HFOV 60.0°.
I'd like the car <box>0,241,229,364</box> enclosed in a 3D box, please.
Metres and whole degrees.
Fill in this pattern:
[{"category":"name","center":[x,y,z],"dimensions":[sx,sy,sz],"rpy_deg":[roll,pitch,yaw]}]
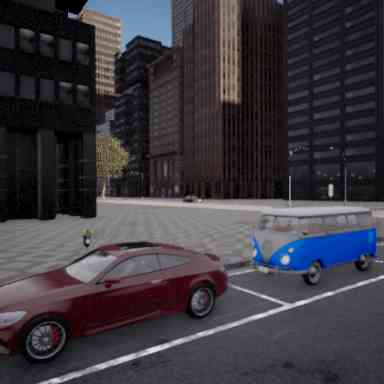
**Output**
[{"category":"car","center":[-1.223,1.571,5.778],"dimensions":[4.206,1.307,1.802],"rpy_deg":[0,0,-36]}]

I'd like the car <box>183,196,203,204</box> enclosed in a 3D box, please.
[{"category":"car","center":[0.119,1.445,63.296],"dimensions":[2.128,1.511,4.902],"rpy_deg":[0,0,-36]}]

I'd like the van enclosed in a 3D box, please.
[{"category":"van","center":[3.397,1.302,9.075],"dimensions":[3.998,1.788,1.690],"rpy_deg":[0,0,-36]}]
